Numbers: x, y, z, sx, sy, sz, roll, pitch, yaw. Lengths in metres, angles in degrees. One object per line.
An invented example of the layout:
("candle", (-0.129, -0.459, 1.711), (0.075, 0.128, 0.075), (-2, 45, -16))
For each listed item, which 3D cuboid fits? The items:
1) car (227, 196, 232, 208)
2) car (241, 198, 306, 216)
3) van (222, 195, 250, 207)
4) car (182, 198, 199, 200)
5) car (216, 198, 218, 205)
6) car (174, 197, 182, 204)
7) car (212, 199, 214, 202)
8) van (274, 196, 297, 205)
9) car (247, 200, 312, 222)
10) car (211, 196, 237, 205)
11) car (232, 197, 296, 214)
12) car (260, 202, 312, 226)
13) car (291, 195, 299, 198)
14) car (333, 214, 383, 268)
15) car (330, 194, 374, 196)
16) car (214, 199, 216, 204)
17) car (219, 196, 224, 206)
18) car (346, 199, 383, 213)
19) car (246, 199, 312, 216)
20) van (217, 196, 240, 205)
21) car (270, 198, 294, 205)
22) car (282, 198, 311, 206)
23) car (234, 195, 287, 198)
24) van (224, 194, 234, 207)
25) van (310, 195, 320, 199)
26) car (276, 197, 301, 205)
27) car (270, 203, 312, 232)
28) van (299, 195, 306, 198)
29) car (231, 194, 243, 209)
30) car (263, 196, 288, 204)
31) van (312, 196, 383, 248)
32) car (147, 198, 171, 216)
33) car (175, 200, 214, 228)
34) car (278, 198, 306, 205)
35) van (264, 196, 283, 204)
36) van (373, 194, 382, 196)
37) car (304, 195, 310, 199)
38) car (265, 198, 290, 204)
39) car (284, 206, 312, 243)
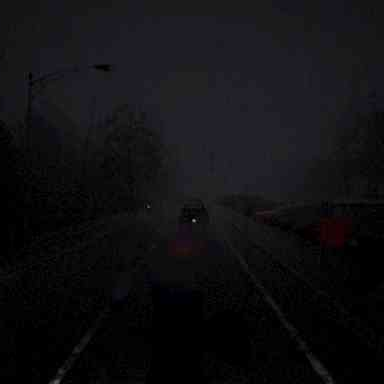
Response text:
("car", (7.143, 1.573, 40.152), (5.008, 1.535, 2.097), (0, 0, 0))
("car", (7.084, 1.543, 29.047), (4.892, 1.521, 2.231), (0, 0, 0))
("van", (7.105, 1.461, 54.017), (4.442, 1.987, 1.878), (0, -1, 0))
("car", (0.203, 1.455, 40.601), (2.097, 1.767, 4.553), (0, 0, 0))
("car", (7.221, 1.821, 59.564), (4.792, 1.488, 2.163), (0, -1, 0))
("car", (-2.996, 1.870, 74.931), (2.097, 1.767, 4.553), (0, -1, 0))
("car", (7.354, 2.083, 73.440), (4.792, 1.488, 2.163), (0, -1, 0))
("van", (20.520, 1.820, 73.172), (4.442, 1.987, 1.878), (0, -1, 0))
("car", (6.876, 1.524, 23.496), (5.366, 1.575, 1.946), (0, 0, 0))
("car", (7.311, 1.855, 76.222), (5.566, 2.045, 2.435), (0, -1, 0))
("car", (6.919, 1.547, 31.824), (5.366, 1.575, 1.946), (0, 0, 0))
("car", (7.017, 1.548, 20.719), (4.792, 1.488, 2.163), (0, 0, 0))
("car", (20.131, 1.728, 56.550), (5.366, 1.575, 1.946), (0, -1, 0))
("car", (7.017, 1.517, 9.614), (4.792, 1.488, 2.163), (0, 0, 0))
("car", (20.200, 1.318, 40.076), (5.566, 2.045, 2.435), (0, 0, 0))
("car", (7.286, 1.896, 65.115), (5.008, 1.535, 2.097), (0, -1, 0))
("car", (7.221, 1.346, 48.481), (5.566, 2.045, 2.435), (0, 0, 0))
("car", (20.208, 1.560, 37.181), (5.008, 1.535, 2.097), (0, 0, 0))
("car", (7.082, 1.535, 26.271), (4.892, 1.521, 2.231), (0, 0, 0))
("van", (7.412, 1.723, 67.894), (4.442, 1.987, 1.878), (0, -1, 0))
("car", (20.411, 2.099, 75.939), (4.892, 1.521, 2.231), (0, -1, 0))
("car", (20.354, 1.888, 64.859), (5.008, 1.535, 2.097), (0, -1, 0))
("car", (7.088, 1.432, 34.600), (4.553, 1.767, 2.185), (0, 0, 0))
("van", (7.061, 1.363, 45.705), (4.442, 1.987, 1.878), (0, 0, 0))
("van", (20.156, 1.367, 48.395), (4.442, 1.987, 1.878), (0, -1, 0))
("car", (20.357, 1.867, 70.402), (4.553, 1.767, 2.185), (0, -1, 0))
("car", (7.003, 1.540, 17.943), (4.792, 1.488, 2.163), (0, 0, 0))
("van", (20.184, 1.453, 53.786), (4.442, 1.987, 1.878), (0, -1, 0))
("car", (7.103, 1.440, 37.376), (4.553, 1.767, 2.185), (0, 0, 0))
("car", (20.475, 1.959, 81.479), (5.566, 2.045, 2.435), (0, -1, 0))
("van", (7.119, 1.269, 12.391), (4.442, 1.987, 1.878), (0, 0, 0))
("car", (-3.269, 1.411, 33.556), (2.097, 1.767, 4.553), (0, 0, 0))
("car", (0.140, 1.517, 22.566), (2.128, 1.511, 4.902), (0, 0, 0))
("car", (20.369, 1.943, 67.754), (5.008, 1.535, 2.097), (0, -1, 0))
("van", (20.580, 2.056, 84.369), (4.442, 1.987, 1.878), (0, -1, 0))
("van", (20.301, 1.319, 31.765), (4.442, 1.987, 1.878), (0, 0, 0))
("car", (20.291, 1.626, 51.011), (5.008, 1.535, 2.097), (0, -1, 0))
("car", (20.247, 2.149, 78.706), (5.366, 1.575, 1.946), (0, -1, 0))
("car", (6.988, 1.533, 15.167), (4.792, 1.488, 2.163), (0, 0, 0))
